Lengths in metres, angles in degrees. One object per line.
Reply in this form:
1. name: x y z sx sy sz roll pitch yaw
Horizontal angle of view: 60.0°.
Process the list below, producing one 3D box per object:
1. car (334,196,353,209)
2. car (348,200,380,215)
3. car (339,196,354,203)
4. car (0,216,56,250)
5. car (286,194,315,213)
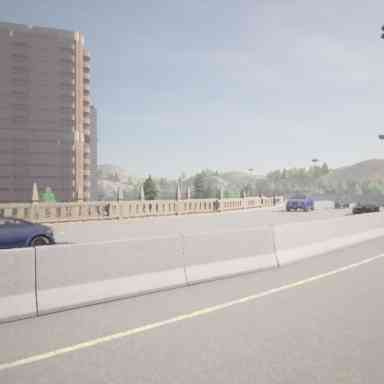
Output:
1. car: 20.204 1.491 44.709 2.128 1.511 4.902 0 0 25
2. car: 16.317 1.600 31.158 1.895 1.301 4.718 0 0 34
3. car: 31.798 1.502 68.569 1.812 1.442 4.674 0 0 11
4. car: -7.179 1.564 11.947 4.181 1.385 1.994 0 0 -37
5. car: 12.464 1.222 37.960 2.150 2.045 5.566 0 0 32
